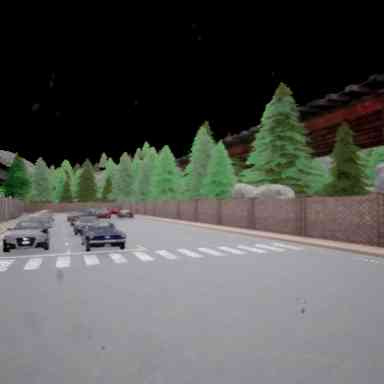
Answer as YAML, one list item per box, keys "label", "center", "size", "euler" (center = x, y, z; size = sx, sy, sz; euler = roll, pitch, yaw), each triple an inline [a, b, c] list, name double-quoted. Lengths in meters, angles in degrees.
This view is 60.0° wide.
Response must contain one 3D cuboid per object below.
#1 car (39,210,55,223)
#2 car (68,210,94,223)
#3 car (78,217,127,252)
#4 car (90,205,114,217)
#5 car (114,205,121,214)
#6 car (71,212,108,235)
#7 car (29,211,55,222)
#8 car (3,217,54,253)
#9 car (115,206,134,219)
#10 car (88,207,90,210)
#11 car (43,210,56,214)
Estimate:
- label: "car"
  center: [-19.265, 3.179, 44.306]
  size: [1.837, 1.490, 4.892]
  euler: [0, -2, -22]
- label: "car"
  center: [-11.699, 2.880, 34.781]
  size: [1.895, 1.301, 4.718]
  euler: [0, -2, -22]
- label: "car"
  center: [-4.702, 2.233, 17.394]
  size: [1.895, 1.301, 4.718]
  euler: [0, -2, -22]
- label: "car"
  center: [-13.138, 3.087, 48.232]
  size: [2.097, 1.767, 4.553]
  euler: [0, -2, -22]
- label: "car"
  center: [-13.615, 3.297, 58.509]
  size: [2.150, 2.045, 5.566]
  euler: [0, -2, -22]
- label: "car"
  center: [-7.980, 2.499, 25.542]
  size: [1.994, 1.385, 4.181]
  euler: [0, -2, -22]
- label: "car"
  center: [-11.627, 2.471, 25.228]
  size: [1.837, 1.490, 4.892]
  euler: [0, -2, -22]
- label: "car"
  center: [-8.428, 2.234, 17.282]
  size: [1.994, 1.385, 4.181]
  euler: [0, -2, -22]
- label: "car"
  center: [-9.837, 3.257, 49.290]
  size: [1.812, 1.442, 4.674]
  euler: [0, -2, -21]
- label: "car"
  center: [-18.098, 3.543, 60.504]
  size: [2.097, 1.767, 4.553]
  euler: [0, -2, -22]
- label: "car"
  center: [-15.417, 2.821, 34.645]
  size: [1.837, 1.490, 4.892]
  euler: [0, -2, -22]
